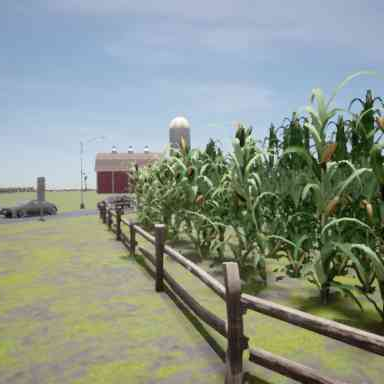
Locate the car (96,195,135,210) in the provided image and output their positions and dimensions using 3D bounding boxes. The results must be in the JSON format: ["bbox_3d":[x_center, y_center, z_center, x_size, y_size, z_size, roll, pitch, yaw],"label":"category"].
[{"bbox_3d":[-8.139,1.072,35.829,1.837,1.490,4.892,-1,1,29],"label":"car"}]

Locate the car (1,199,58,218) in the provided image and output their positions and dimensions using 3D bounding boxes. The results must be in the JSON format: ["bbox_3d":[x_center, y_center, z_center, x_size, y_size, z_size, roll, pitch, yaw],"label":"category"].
[{"bbox_3d":[-13.221,1.303,27.202,1.994,1.385,4.181,-1,1,32],"label":"car"}]
